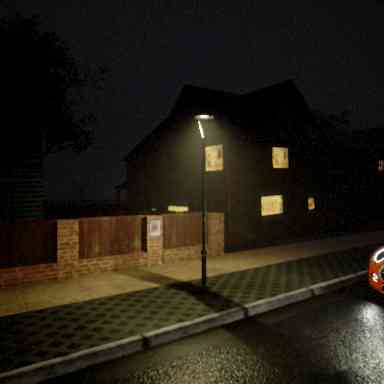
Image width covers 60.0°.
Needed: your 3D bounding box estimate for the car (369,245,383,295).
[{"bbox_3d":[5.960,1.347,7.539,4.553,1.767,2.097,0,0,-37],"label":"car"}]
